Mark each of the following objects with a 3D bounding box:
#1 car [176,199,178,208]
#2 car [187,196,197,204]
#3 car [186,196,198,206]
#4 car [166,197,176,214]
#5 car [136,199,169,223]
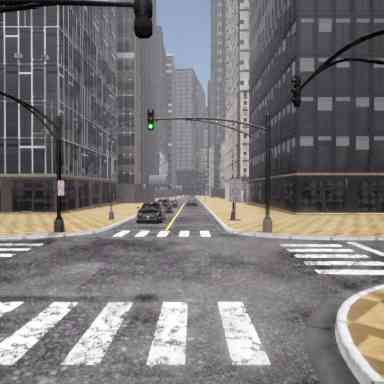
[{"bbox_3d":[-3.075,1.515,49.343,2.128,1.511,4.902,0,0,0],"label":"car"},{"bbox_3d":[0.002,1.570,65.857,1.812,1.442,4.674,0,0,0],"label":"car"},{"bbox_3d":[0.001,1.578,55.439,2.033,1.411,5.357,0,0,0],"label":"car"},{"bbox_3d":[-3.093,1.517,36.305,1.837,1.490,4.892,0,0,0],"label":"car"},{"bbox_3d":[-3.093,1.509,25.835,1.837,1.490,4.892,0,0,0],"label":"car"}]
